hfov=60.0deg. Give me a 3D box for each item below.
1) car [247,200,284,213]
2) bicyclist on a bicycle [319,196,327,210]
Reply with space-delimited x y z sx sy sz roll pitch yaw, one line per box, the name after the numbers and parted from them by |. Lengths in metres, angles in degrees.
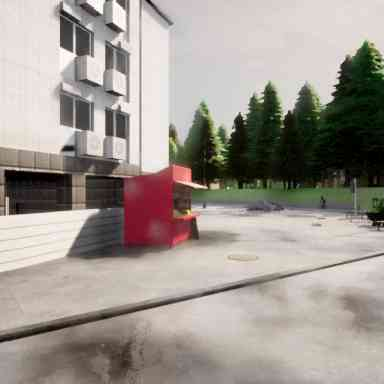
8.112 1.564 37.087 1.994 1.385 4.181 0 0 -35 | car
15.946 1.349 40.557 1.656 1.620 0.582 0 0 -35 | bicyclist on a bicycle
